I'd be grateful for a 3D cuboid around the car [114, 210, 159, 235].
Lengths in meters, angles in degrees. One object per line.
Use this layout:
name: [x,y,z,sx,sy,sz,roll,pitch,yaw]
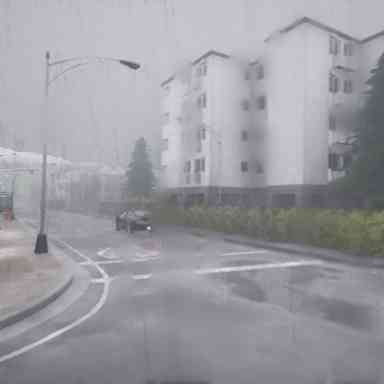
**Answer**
car: [-3.779,1.989,22.275,1.837,1.490,4.892,2,-3,-29]
